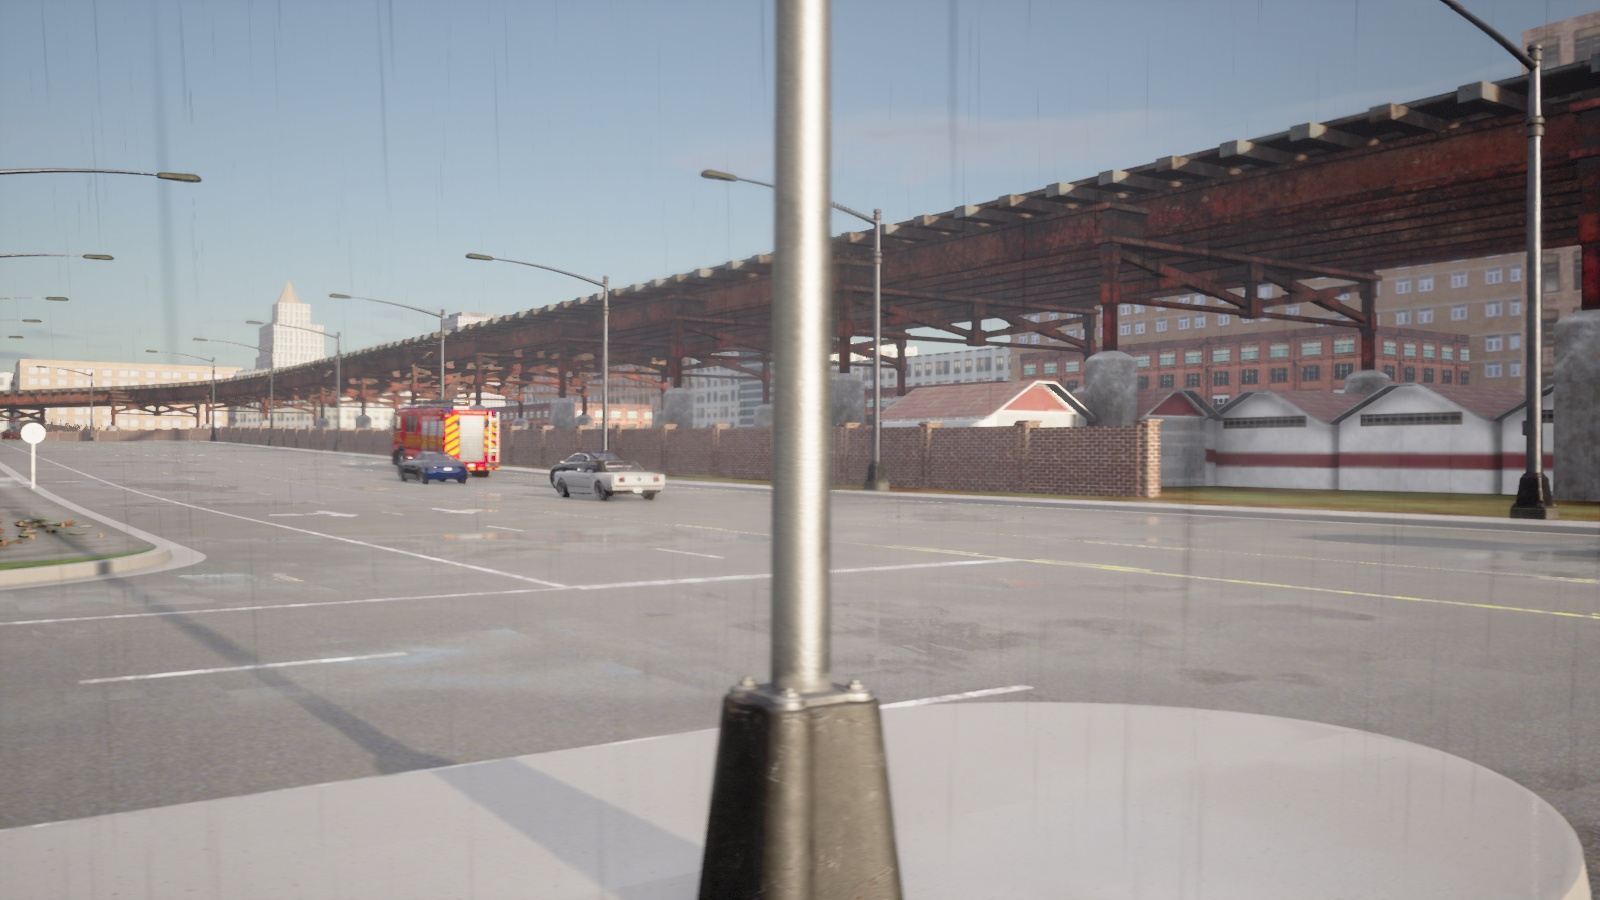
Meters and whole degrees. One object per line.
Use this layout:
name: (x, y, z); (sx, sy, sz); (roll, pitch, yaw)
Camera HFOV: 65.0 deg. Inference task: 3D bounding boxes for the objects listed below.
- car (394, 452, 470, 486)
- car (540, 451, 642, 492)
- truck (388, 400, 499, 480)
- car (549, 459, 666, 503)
car: (-16.176, 0.815, 55.092); (1.994, 1.385, 4.181); (0, 1, -35)
car: (-8.360, 0.804, 49.935); (2.128, 1.511, 4.902); (0, 0, -35)
truck: (-18.476, -0.562, 64.586); (2.891, 3.827, 8.468); (0, 1, -35)
car: (-6.335, 0.979, 40.842); (1.895, 1.301, 4.718); (0, 0, -35)
